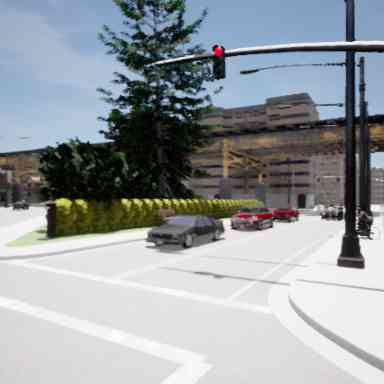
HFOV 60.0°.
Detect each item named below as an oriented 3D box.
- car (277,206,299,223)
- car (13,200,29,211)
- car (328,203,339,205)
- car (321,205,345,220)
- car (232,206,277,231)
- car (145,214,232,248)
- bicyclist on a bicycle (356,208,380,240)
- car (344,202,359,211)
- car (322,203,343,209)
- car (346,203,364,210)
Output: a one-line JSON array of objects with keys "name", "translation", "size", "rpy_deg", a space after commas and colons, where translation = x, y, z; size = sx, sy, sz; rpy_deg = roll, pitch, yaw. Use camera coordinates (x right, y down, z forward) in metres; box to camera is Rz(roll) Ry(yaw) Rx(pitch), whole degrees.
[{"name": "car", "translation": [9.458, 2.186, 33.618], "size": [1.882, 1.535, 5.008], "rpy_deg": [0, -1, 30]}, {"name": "car", "translation": [-29.219, 2.386, 56.978], "size": [1.837, 1.490, 4.892], "rpy_deg": [1, -1, -16]}, {"name": "car", "translation": [28.825, 2.997, 68.234], "size": [4.974, 1.542, 2.038], "rpy_deg": [1, -1, -36]}, {"name": "car", "translation": [15.825, 2.434, 37.443], "size": [1.895, 1.301, 4.718], "rpy_deg": [0, -1, 29]}, {"name": "car", "translation": [4.536, 1.850, 24.893], "size": [2.097, 1.767, 4.553], "rpy_deg": [0, -1, 29]}, {"name": "car", "translation": [-0.092, 1.847, 16.666], "size": [2.033, 1.411, 5.357], "rpy_deg": [0, -1, 29]}, {"name": "bicyclist on a bicycle", "translation": [8.999, 1.689, 17.568], "size": [1.656, 1.620, 0.582], "rpy_deg": [0, -1, 29]}, {"name": "car", "translation": [32.302, 2.977, 65.929], "size": [2.038, 1.542, 4.974], "rpy_deg": [0, -1, 9]}, {"name": "car", "translation": [28.868, 2.840, 68.268], "size": [4.536, 1.218, 1.853], "rpy_deg": [1, -1, -36]}, {"name": "car", "translation": [32.311, 2.821, 65.983], "size": [1.853, 1.218, 4.536], "rpy_deg": [0, -1, 9]}]
